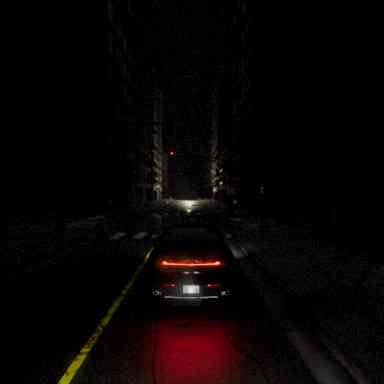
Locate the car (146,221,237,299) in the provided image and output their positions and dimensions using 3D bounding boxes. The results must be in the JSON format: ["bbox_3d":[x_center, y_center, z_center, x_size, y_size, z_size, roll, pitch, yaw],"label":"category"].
[{"bbox_3d":[-0.017,1.507,8.412,1.837,1.490,4.892,0,0,0],"label":"car"}]
